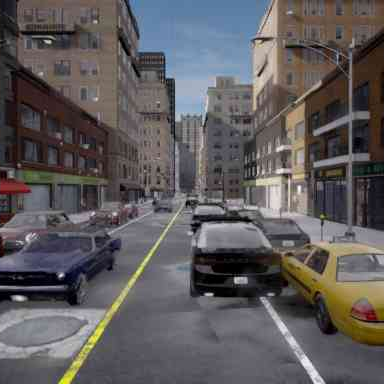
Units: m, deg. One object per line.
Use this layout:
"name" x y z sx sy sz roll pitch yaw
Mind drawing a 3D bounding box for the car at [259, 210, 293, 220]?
"car" 2.857 1.562 11.946 1.947 1.339 4.313 -1 0 0

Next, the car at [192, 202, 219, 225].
"car" 0.898 1.516 24.588 1.812 1.442 4.674 0 0 0

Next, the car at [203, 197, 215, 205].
"car" 2.866 1.544 56.633 1.802 1.307 4.206 -1 0 0

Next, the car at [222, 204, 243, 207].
"car" 2.858 1.559 17.532 1.947 1.339 4.313 -1 0 0

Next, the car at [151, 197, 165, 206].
"car" -5.679 1.507 56.631 1.887 1.381 4.507 -1 0 0

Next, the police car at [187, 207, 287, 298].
"police car" 0.899 1.422 8.697 1.930 1.638 5.238 0 0 0

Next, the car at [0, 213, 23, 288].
"car" -5.680 1.313 6.360 2.192 1.841 5.009 -1 0 0

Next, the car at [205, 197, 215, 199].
"car" 2.863 1.530 39.875 2.008 1.369 4.403 -1 0 0

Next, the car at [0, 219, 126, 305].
"car" -3.101 1.598 8.173 1.895 1.301 4.718 0 0 0

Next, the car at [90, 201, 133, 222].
"car" -5.679 1.431 23.117 1.967 1.590 4.097 -1 0 0

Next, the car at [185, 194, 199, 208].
"car" 0.033 1.449 48.424 1.882 1.535 5.008 0 0 0

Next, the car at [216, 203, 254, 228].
"car" 2.860 1.542 23.118 2.008 1.369 4.403 -1 0 0

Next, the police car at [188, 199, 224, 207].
"police car" 0.898 1.418 18.698 1.930 1.638 5.238 0 0 0

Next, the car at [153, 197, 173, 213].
"car" -3.002 1.530 36.280 2.033 1.411 5.357 0 0 0

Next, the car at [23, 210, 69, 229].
"car" -5.679 1.436 11.946 1.967 1.590 4.097 -1 0 0

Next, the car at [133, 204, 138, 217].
"car" -5.678 1.570 28.703 1.802 1.307 4.206 -1 0 0

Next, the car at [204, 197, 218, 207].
"car" 2.865 1.534 51.047 1.947 1.339 4.313 -1 0 0

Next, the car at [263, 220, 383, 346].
"car" 2.856 1.523 6.530 1.752 1.417 4.829 -1 0 0

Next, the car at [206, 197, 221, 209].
"car" 2.864 1.499 45.631 1.752 1.417 4.829 -1 0 0
